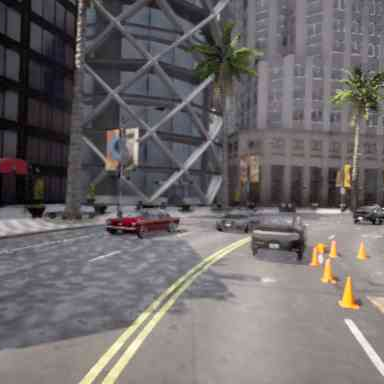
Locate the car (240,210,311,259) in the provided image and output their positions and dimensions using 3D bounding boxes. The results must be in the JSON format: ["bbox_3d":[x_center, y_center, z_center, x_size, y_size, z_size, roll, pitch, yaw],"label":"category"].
[{"bbox_3d":[3.635,1.637,13.435,2.128,1.511,4.902,1,0,21],"label":"car"}]

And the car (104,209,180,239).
[{"bbox_3d":[-2.459,1.584,17.545,1.895,1.301,4.718,2,0,24],"label":"car"}]

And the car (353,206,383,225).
[{"bbox_3d":[16.183,2.058,29.501,4.892,1.490,1.837,2,-1,-36],"label":"car"}]

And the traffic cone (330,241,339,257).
[{"bbox_3d":[5.398,2.149,12.669,0.340,0.580,0.340,2,0,11],"label":"traffic cone"}]

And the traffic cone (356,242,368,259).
[{"bbox_3d":[6.379,2.177,12.479,0.340,0.580,0.340,2,0,11],"label":"traffic cone"}]

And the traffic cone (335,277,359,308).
[{"bbox_3d":[3.279,2.071,6.968,0.340,0.580,0.340,2,0,11],"label":"traffic cone"}]

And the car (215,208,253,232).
[{"bbox_3d":[3.073,1.715,20.510,1.994,1.385,4.181,1,0,31],"label":"car"}]

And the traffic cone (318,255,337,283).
[{"bbox_3d":[3.658,2.088,8.931,0.340,0.580,0.340,2,0,11],"label":"traffic cone"}]

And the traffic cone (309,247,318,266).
[{"bbox_3d":[4.037,2.105,10.895,0.340,0.580,0.340,2,0,11],"label":"traffic cone"}]
